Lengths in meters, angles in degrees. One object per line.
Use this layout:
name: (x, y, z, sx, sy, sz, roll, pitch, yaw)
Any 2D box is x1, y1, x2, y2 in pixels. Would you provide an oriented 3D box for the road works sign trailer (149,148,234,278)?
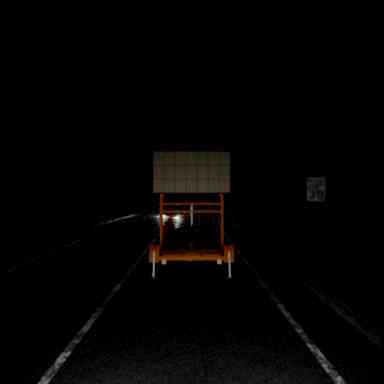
road works sign trailer: (-0.010, 0.466, 10.088, 2.380, 3.560, 2.880, 0, 0, 0)

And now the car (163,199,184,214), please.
car: (-2.068, 1.484, 35.693, 1.882, 1.535, 5.008, 0, 0, 7)
